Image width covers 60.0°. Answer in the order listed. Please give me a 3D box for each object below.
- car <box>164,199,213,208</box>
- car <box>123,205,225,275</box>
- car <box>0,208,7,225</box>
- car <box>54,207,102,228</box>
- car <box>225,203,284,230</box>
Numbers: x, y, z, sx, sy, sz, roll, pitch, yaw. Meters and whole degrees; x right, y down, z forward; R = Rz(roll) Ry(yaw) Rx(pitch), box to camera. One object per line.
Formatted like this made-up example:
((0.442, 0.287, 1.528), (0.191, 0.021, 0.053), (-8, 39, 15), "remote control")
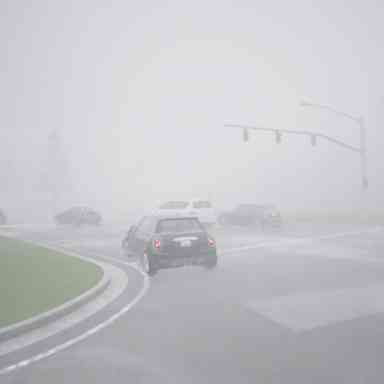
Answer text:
((-0.771, 1.490, 22.477), (2.150, 2.045, 5.566), (0, -1, -40), "car")
((-0.935, 1.499, 11.323), (2.097, 1.767, 4.553), (-1, 0, -21), "car")
((-17.822, 1.935, 28.360), (4.553, 1.767, 2.097), (-1, -1, 33), "car")
((-8.965, 1.919, 25.943), (4.902, 1.511, 2.128), (-1, -1, 43), "car")
((3.887, 1.556, 22.717), (2.097, 1.767, 4.553), (0, -1, -40), "car")
